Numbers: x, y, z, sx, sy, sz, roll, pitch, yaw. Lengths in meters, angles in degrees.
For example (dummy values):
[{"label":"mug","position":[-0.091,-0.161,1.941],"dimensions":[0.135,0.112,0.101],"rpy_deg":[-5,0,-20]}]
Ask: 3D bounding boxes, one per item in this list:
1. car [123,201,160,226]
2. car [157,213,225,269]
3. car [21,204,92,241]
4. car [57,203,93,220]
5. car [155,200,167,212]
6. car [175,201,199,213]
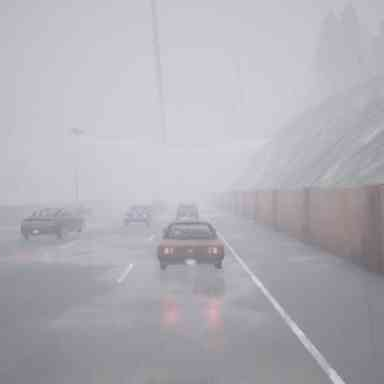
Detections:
[{"label":"car","position":[-3.826,1.653,24.684],"dimensions":[2.033,1.411,5.357],"rpy_deg":[-1,0,-2]},{"label":"car","position":[-0.071,1.632,11.301],"dimensions":[1.895,1.301,4.718],"rpy_deg":[-1,0,-1]},{"label":"car","position":[-7.194,1.613,17.637],"dimensions":[2.128,1.511,4.902],"rpy_deg":[-1,0,-1]},{"label":"car","position":[-10.960,1.798,31.537],"dimensions":[1.895,1.301,4.718],"rpy_deg":[-1,0,-1]},{"label":"car","position":[-4.141,1.716,40.853],"dimensions":[1.994,1.385,4.181],"rpy_deg":[-1,0,-1]},{"label":"car","position":[-0.414,1.574,29.118],"dimensions":[2.128,1.511,4.902],"rpy_deg":[-1,0,-1]}]
